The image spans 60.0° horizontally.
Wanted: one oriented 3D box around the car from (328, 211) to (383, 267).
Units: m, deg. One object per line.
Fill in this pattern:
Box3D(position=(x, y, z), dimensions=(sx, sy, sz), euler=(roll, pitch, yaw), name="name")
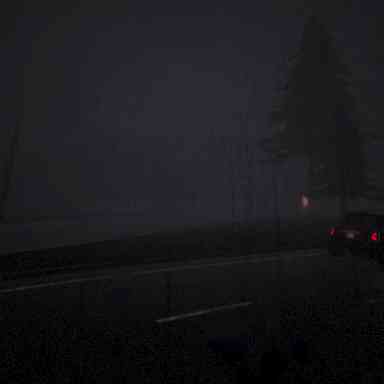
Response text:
Box3D(position=(7.035, 1.454, 11.695), dimensions=(4.553, 1.767, 2.097), euler=(1, 0, -26), name="car")
